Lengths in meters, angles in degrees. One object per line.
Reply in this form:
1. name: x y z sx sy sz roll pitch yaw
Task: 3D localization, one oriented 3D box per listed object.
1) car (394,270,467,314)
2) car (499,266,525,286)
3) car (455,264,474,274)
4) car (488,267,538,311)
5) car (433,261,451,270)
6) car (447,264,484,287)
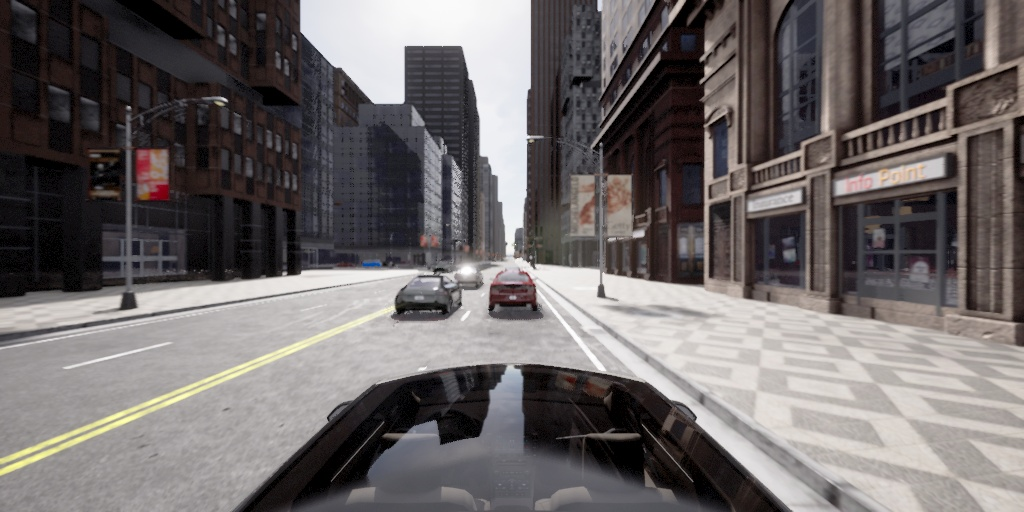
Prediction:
1. car: -3.200 1.438 14.451 1.994 1.385 4.181 0 0 0
2. car: 0.050 1.579 29.523 1.994 1.385 4.181 0 0 0
3. car: -6.594 1.803 50.224 1.895 1.301 4.718 0 -1 0
4. car: 0.055 1.359 15.365 1.882 1.535 5.008 0 0 0
5. car: -9.836 1.564 51.069 2.097 1.767 4.553 0 -1 0
6. car: -3.223 1.539 27.064 2.033 1.411 5.357 0 -1 0
